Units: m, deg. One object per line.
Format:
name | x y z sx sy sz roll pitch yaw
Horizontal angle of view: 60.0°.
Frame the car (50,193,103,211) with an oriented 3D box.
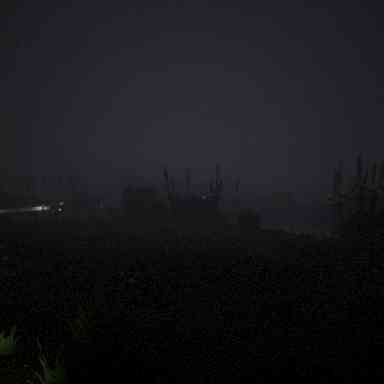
car | -10.539 0.961 30.381 2.097 1.767 4.553 0 3 40
